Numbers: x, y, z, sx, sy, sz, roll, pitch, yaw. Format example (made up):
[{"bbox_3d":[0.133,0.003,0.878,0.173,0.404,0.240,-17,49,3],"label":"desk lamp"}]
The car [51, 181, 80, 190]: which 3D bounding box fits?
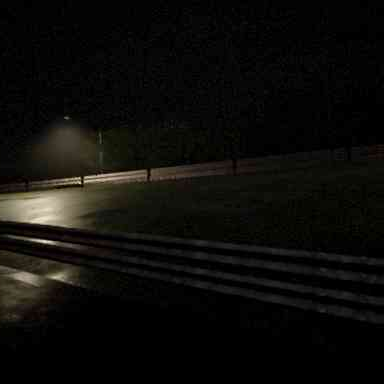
[{"bbox_3d":[-19.470,-0.824,51.225,4.892,1.490,1.837,-4,-2,25],"label":"car"}]
